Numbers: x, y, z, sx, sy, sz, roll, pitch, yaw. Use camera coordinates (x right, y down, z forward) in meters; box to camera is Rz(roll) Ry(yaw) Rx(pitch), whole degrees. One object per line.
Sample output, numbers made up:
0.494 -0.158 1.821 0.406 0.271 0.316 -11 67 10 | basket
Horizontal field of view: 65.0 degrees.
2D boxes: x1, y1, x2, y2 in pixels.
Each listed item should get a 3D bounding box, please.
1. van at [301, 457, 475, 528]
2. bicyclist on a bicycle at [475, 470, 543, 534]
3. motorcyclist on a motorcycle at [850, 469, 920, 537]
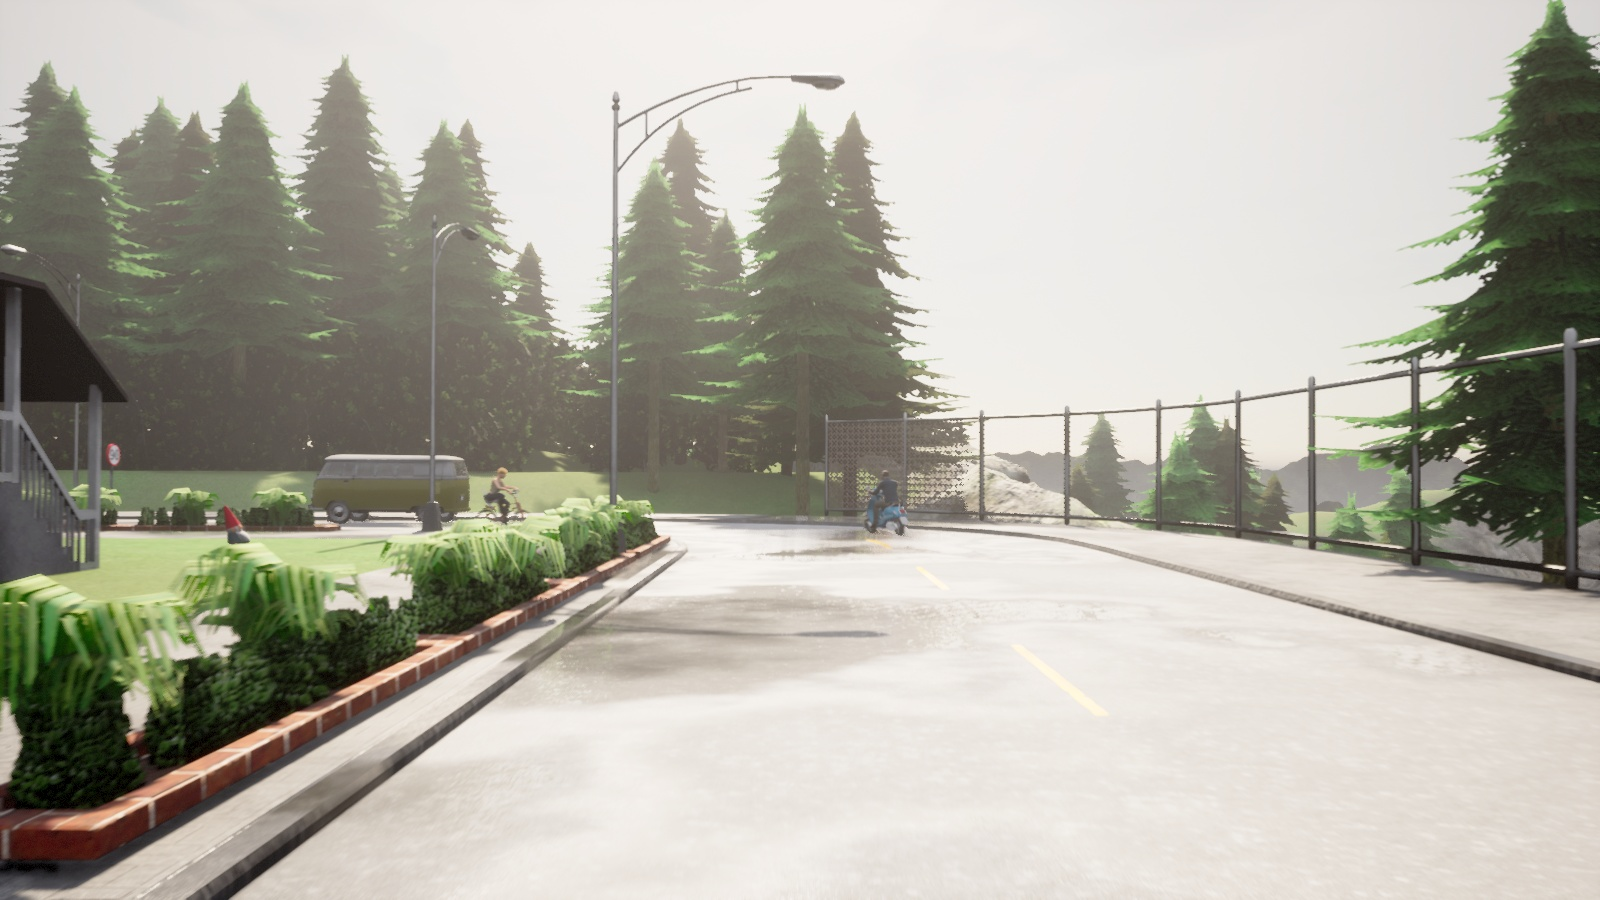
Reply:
-11.903 1.225 36.467 4.442 1.987 1.775 0 -1 1 | van
-7.503 1.324 32.423 1.509 1.612 0.866 0 0 4 | bicyclist on a bicycle
2.087 1.281 31.041 0.866 1.590 1.817 -1 0 -28 | motorcyclist on a motorcycle
